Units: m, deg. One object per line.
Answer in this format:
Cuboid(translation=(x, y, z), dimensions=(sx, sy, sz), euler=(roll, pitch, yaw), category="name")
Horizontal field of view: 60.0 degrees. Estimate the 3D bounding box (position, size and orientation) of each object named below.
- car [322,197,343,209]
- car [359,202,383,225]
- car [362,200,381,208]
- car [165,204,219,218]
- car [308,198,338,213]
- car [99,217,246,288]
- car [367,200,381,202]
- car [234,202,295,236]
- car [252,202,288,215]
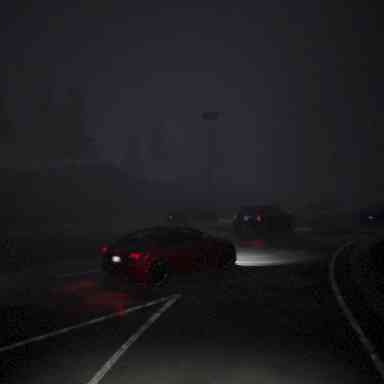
Cuboid(translation=(23.870, 1.844, 56.869), dimensions=(2.150, 2.045, 5.566), euler=(0, 0, 43), category="car")
Cuboid(translation=(14.901, 1.786, 26.441), dimensions=(1.882, 1.535, 5.008), euler=(0, -1, 43), category="car")
Cuboid(translation=(33.916, 2.264, 62.757), dimensions=(2.033, 1.411, 5.357), euler=(0, -1, 43), category="car")
Cuboid(translation=(0.130, 1.705, 25.893), dimensions=(1.882, 1.535, 5.008), euler=(0, -1, 43), category="car")
Cuboid(translation=(17.335, 1.957, 44.593), dimensions=(1.882, 1.535, 5.008), euler=(0, -1, 43), category="car")
Cuboid(translation=(-0.522, 1.647, 9.678), dimensions=(1.994, 1.385, 4.181), euler=(0, -1, 43), category="car")
Cuboid(translation=(23.611, 1.986, 41.077), dimensions=(1.837, 1.490, 4.892), euler=(0, -1, 43), category="car")
Cuboid(translation=(4.472, 1.552, 20.276), dimensions=(2.097, 1.767, 4.553), euler=(0, -1, 43), category="car")
Cuboid(translation=(9.755, 1.961, 41.513), dimensions=(2.033, 1.411, 5.357), euler=(0, -1, 42), category="car")
